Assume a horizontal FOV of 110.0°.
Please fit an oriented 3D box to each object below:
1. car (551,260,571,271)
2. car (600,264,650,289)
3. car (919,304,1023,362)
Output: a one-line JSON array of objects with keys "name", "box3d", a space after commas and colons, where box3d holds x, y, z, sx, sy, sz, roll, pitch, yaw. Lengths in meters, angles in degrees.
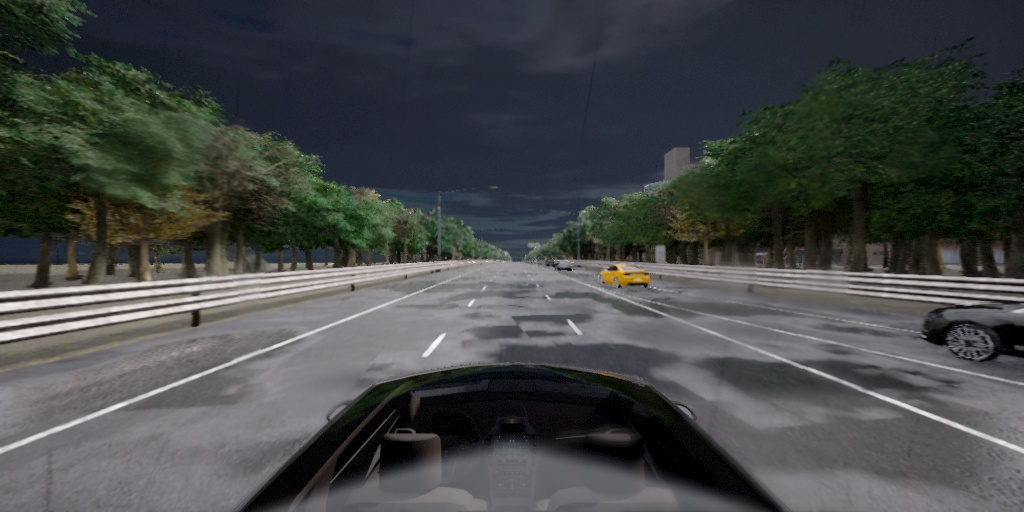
[{"name": "car", "box3d": [7.042, 1.373, 50.235, 1.994, 1.385, 4.181, 0, 0, 0]}, {"name": "car", "box3d": [7.288, 1.258, 23.634, 1.882, 1.535, 5.008, 0, 0, -4]}, {"name": "car", "box3d": [9.921, 1.265, 5.590, 2.128, 1.511, 4.902, 0, 0, -13]}]
